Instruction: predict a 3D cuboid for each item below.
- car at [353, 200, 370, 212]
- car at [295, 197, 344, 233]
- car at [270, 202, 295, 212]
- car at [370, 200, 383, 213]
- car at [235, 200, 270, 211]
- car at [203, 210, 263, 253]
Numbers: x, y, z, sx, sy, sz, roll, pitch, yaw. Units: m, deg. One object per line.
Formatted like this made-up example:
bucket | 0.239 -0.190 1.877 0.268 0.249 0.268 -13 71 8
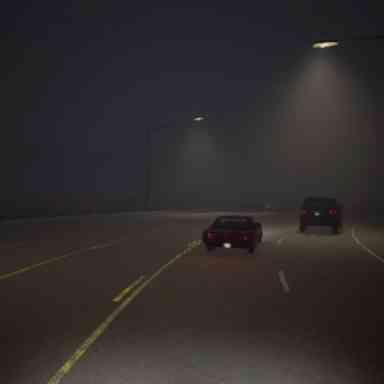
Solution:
car | 23.381 1.823 43.930 5.008 1.535 1.882 0 -2 -33
car | 8.391 1.364 21.409 2.150 2.045 5.566 -1 -1 27
car | 11.812 1.911 43.081 4.718 1.301 1.895 1 -1 -43
car | 23.743 1.824 39.897 4.674 1.442 1.812 0 -2 -34
car | 7.602 1.792 43.824 4.902 1.511 2.128 1 -1 -44
car | 1.922 1.659 14.197 1.895 1.301 4.718 1 0 17
